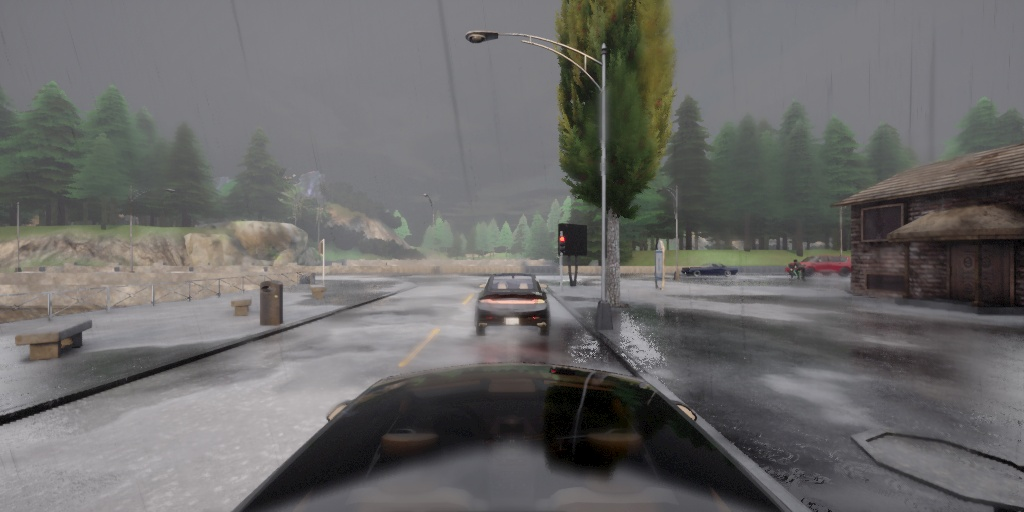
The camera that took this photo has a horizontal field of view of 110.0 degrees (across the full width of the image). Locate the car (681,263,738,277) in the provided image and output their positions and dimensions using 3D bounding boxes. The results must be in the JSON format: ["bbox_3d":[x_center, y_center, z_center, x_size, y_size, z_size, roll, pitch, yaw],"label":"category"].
[{"bbox_3d":[19.020,1.351,34.733,4.718,1.301,1.895,0,0,0],"label":"car"}]

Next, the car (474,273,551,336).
[{"bbox_3d":[0.031,1.241,10.386,2.128,1.511,4.902,0,0,0],"label":"car"}]

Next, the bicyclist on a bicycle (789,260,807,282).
[{"bbox_3d":[20.957,1.094,26.330,0.582,1.620,1.656,-1,0,0],"label":"bicyclist on a bicycle"}]

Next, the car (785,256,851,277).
[{"bbox_3d":[29.781,0.971,34.733,5.566,2.045,2.150,0,0,0],"label":"car"}]
